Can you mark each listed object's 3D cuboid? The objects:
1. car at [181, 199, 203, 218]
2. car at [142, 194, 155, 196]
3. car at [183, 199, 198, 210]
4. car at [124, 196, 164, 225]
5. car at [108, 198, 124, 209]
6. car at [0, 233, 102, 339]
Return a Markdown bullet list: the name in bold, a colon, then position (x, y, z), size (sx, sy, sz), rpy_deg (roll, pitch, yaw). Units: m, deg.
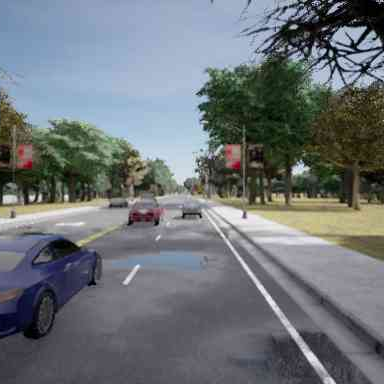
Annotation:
- **car**: position (0.000, 1.574, 30.664), size (2.033, 1.411, 5.357), rpy_deg (0, 0, 0)
- **car**: position (-6.820, 1.303, 51.402), size (2.150, 2.045, 5.566), rpy_deg (0, 0, 0)
- **car**: position (-0.149, 1.662, 45.043), size (1.895, 1.301, 4.718), rpy_deg (0, 0, 0)
- **car**: position (-3.209, 1.365, 23.957), size (2.097, 1.767, 4.553), rpy_deg (0, 0, 0)
- **car**: position (-10.038, 1.539, 45.446), size (1.882, 1.535, 5.008), rpy_deg (0, 0, 0)
- **car**: position (-3.157, 1.524, 6.435), size (1.812, 1.442, 4.674), rpy_deg (0, 0, 0)
